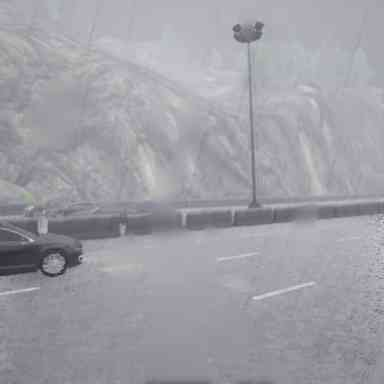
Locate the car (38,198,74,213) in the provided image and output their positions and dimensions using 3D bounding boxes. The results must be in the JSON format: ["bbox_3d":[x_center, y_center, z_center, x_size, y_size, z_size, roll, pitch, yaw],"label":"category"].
[{"bbox_3d":[-9.534,1.468,27.242,4.902,1.511,2.128,0,0,-35],"label":"car"}]

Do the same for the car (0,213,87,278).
[{"bbox_3d":[-5.314,1.504,8.554,4.892,1.490,1.837,0,0,-36],"label":"car"}]

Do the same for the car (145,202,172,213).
[{"bbox_3d":[-4.076,1.506,26.795,5.357,1.411,2.033,0,0,-35],"label":"car"}]

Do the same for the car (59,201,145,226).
[{"bbox_3d":[-5.695,1.500,21.384,4.674,1.442,1.812,0,0,-35],"label":"car"}]

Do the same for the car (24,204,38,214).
[{"bbox_3d":[-12.390,1.330,29.510,4.553,1.767,2.097,0,0,-35],"label":"car"}]
